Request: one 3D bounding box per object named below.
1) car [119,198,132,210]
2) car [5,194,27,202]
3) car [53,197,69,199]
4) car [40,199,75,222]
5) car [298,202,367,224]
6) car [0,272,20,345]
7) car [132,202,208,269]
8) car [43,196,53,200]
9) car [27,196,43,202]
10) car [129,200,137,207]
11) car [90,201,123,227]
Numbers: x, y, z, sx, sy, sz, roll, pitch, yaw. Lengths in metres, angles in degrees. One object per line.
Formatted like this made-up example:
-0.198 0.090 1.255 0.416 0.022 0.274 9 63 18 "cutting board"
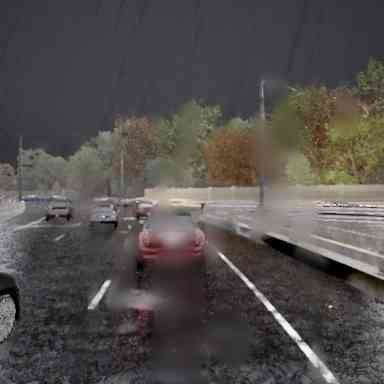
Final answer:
-9.309 1.623 46.230 1.812 1.442 4.674 0 0 -37 "car"
-40.728 1.707 77.044 4.892 1.490 1.837 0 0 41 "car"
-29.006 1.815 75.027 1.812 1.442 4.674 0 0 -43 "car"
-10.975 1.603 27.820 2.128 1.511 4.902 0 0 -16 "car"
10.513 1.471 25.221 4.902 1.511 2.128 -1 0 38 "car"
-3.641 1.515 3.471 2.128 1.511 4.902 0 0 -2 "car"
-0.759 1.384 11.466 2.097 1.767 4.553 0 0 -6 "car"
-35.953 1.699 82.163 4.892 1.490 1.837 0 0 41 "car"
-38.341 1.681 79.603 5.008 1.535 1.882 0 0 41 "car"
-4.171 1.615 29.433 1.812 1.442 4.674 0 0 -16 "car"
-6.141 1.629 23.339 2.033 1.411 5.357 0 0 -13 "car"
